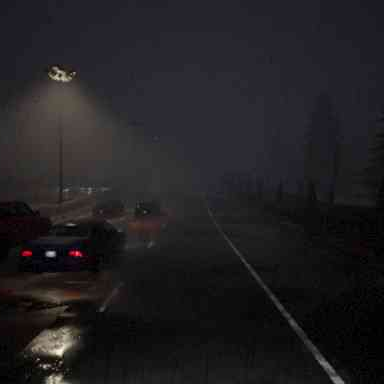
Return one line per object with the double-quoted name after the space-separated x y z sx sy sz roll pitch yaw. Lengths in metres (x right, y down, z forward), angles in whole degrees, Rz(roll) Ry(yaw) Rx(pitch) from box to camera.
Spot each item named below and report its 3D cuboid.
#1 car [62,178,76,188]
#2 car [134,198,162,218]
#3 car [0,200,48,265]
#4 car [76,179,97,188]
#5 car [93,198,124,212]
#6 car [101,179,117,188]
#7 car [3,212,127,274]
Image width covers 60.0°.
-21.337 -1.639 57.278 2.128 1.511 4.902 0 6 0 "car"
-3.574 1.203 27.744 2.128 1.511 4.902 0 3 0 "car"
-6.991 1.275 11.886 2.150 2.045 5.566 0 0 0 "car"
-17.841 -1.570 57.328 1.994 1.385 4.181 0 6 0 "car"
-7.070 1.204 28.322 1.812 1.442 4.674 0 3 0 "car"
-14.345 -1.569 57.344 1.994 1.385 4.181 0 6 0 "car"
-3.495 1.595 10.750 2.033 1.411 5.357 0 0 0 "car"
